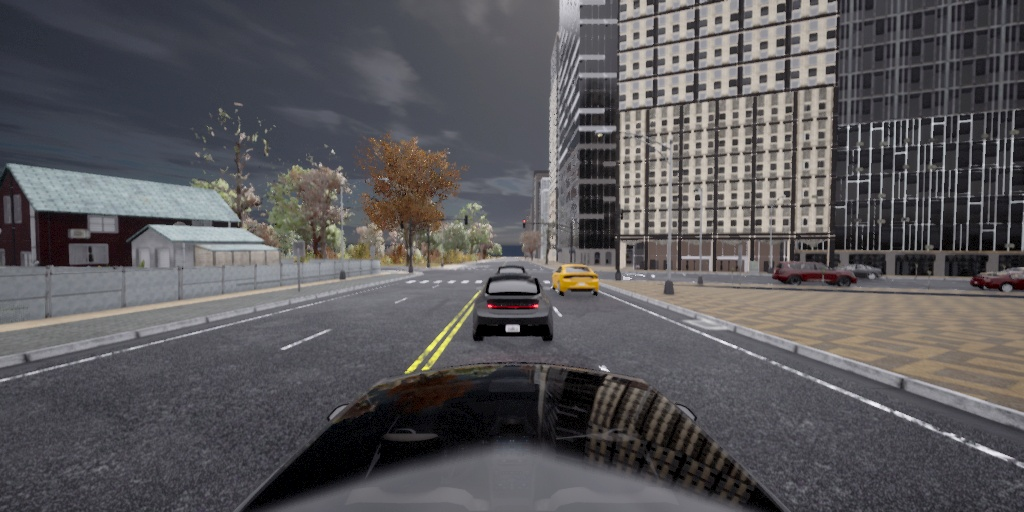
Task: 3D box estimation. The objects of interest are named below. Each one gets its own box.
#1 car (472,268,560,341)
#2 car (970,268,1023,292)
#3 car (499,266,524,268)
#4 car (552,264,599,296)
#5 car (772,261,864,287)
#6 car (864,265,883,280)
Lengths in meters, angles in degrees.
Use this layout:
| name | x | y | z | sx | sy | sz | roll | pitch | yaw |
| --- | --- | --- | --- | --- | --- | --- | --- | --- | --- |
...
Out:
| name | x | y | z | sx | sy | sz | roll | pitch | yaw |
| --- | --- | --- | --- | --- | --- | --- | --- | --- | --- |
| car | 0.030 | 1.243 | 9.783 | 1.837 | 1.490 | 4.892 | 0 | 0 | 0 |
| car | 33.618 | 1.691 | 23.613 | 4.507 | 1.381 | 1.888 | 0 | 0 | 20 |
| car | -0.032 | 1.233 | 18.450 | 1.837 | 1.490 | 4.892 | 0 | 0 | 0 |
| car | 3.283 | 1.205 | 19.263 | 1.882 | 1.535 | 5.008 | 0 | -1 | 0 |
| car | 22.964 | 1.365 | 27.490 | 5.009 | 1.841 | 2.192 | 0 | 0 | 20 |
| car | 30.987 | 1.434 | 32.954 | 4.403 | 1.370 | 2.007 | 0 | 0 | 20 |
